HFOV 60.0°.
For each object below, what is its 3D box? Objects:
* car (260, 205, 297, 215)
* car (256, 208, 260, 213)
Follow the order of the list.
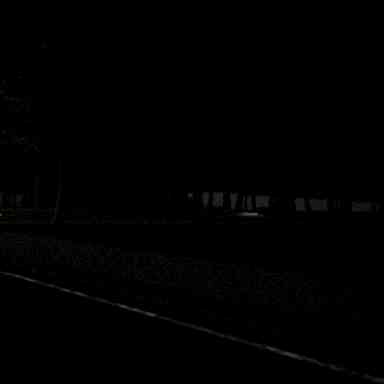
[{"bbox_3d":[13.226,2.880,49.992,4.718,1.301,1.895,1,0,-11],"label":"car"},{"bbox_3d":[12.405,2.802,53.145,4.181,1.385,1.994,1,0,-11],"label":"car"}]
